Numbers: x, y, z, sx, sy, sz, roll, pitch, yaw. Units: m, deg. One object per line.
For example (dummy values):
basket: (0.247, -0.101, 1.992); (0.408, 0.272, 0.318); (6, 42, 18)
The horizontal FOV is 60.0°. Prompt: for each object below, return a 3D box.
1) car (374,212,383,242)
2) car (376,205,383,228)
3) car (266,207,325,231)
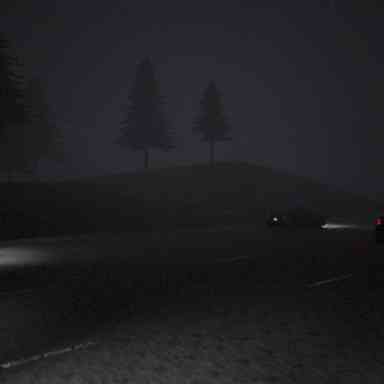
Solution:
car: (10.576, 1.431, 15.610); (4.553, 1.767, 2.097); (0, 0, -36)
car: (14.734, 1.638, 22.888); (4.674, 1.442, 1.812); (0, 0, -36)
car: (6.723, 1.644, 21.463); (4.181, 1.385, 1.994); (0, 0, -36)
